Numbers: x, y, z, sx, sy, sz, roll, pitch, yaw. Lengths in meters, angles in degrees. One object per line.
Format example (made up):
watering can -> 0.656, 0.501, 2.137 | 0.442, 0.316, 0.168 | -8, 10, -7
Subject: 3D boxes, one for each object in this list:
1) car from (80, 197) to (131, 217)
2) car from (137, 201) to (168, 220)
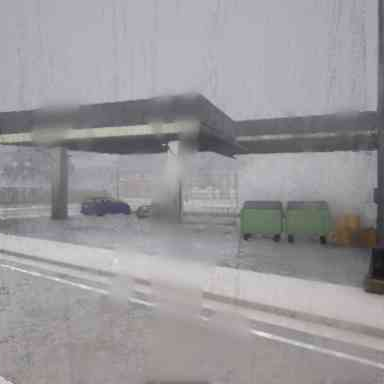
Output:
car -> -7.670, 1.274, 29.945 | 2.242, 1.667, 4.611 | 0, 0, 37
car -> -2.595, 1.440, 27.146 | 1.970, 1.475, 3.806 | 0, 0, 37
